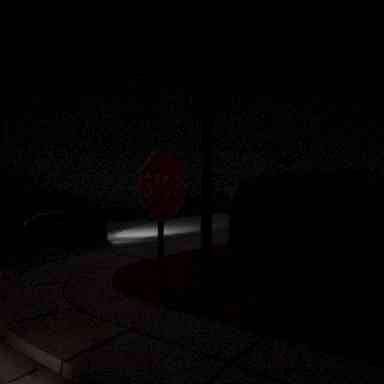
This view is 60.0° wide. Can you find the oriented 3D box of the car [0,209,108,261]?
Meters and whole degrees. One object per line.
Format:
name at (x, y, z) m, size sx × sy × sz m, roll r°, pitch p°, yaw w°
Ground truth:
car at (-5.103, 1.357, 11.823) m, size 2.128 × 1.511 × 4.902 m, roll 0°, pitch 0°, yaw 28°
